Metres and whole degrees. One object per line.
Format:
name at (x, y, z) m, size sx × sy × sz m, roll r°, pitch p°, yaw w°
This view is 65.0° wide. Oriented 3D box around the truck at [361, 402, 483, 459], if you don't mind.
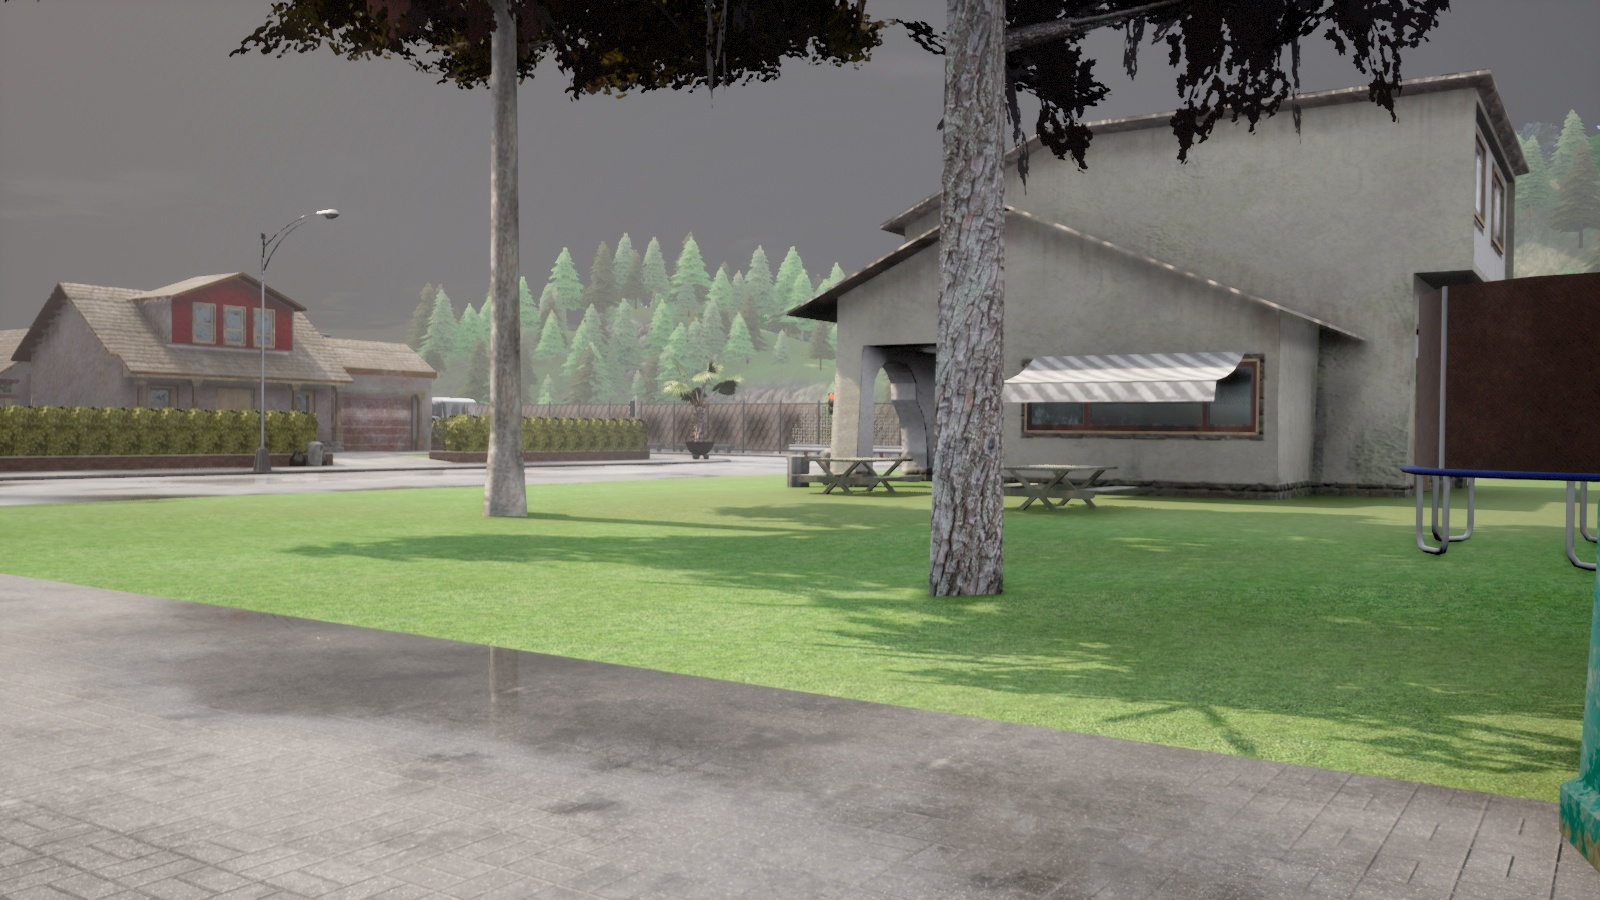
truck at (-23.990, -1.199, 79.551) m, size 7.936 × 3.462 × 2.891 m, roll 0°, pitch 1°, yaw 33°
